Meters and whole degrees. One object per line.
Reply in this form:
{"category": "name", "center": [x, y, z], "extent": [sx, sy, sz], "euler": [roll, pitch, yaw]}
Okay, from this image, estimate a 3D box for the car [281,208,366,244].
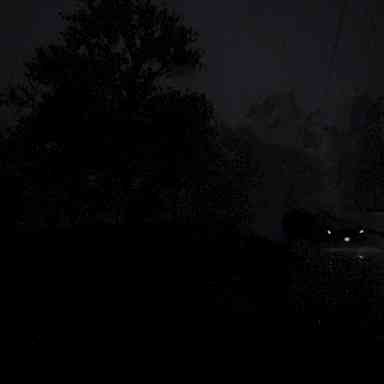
{"category": "car", "center": [5.988, 1.513, 16.021], "extent": [2.033, 1.411, 5.357], "euler": [0, 0, -5]}
